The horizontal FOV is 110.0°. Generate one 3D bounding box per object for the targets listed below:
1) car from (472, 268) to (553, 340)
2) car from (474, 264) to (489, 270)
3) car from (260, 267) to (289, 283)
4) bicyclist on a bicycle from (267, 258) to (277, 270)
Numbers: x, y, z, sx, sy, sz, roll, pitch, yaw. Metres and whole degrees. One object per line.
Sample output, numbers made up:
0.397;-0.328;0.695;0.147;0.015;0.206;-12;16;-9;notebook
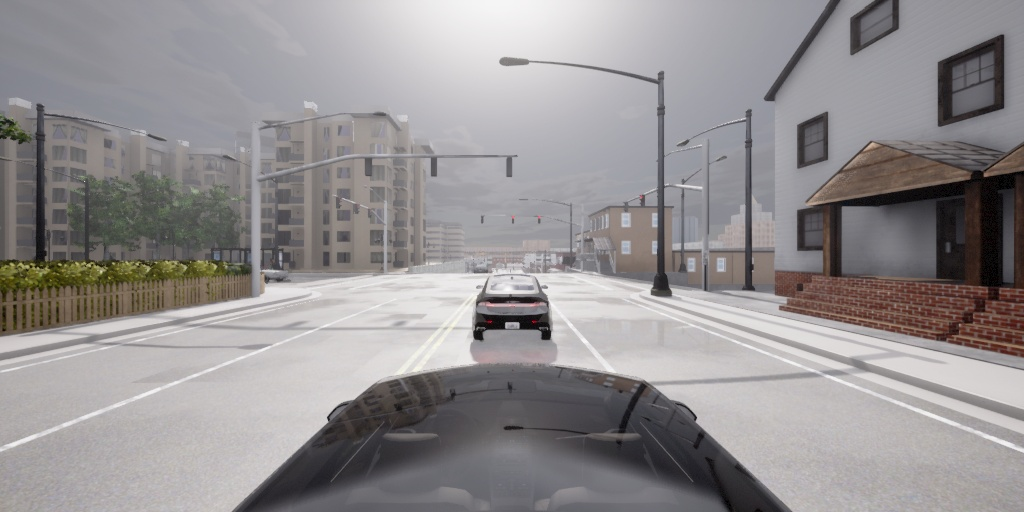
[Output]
0.002;1.241;9.913;2.128;1.511;4.902;0;0;0;car
-3.982;1.772;47.305;1.812;1.442;4.674;0;-4;0;car
-19.687;1.350;27.194;4.718;1.301;1.895;0;0;0;car
-25.606;1.052;38.210;0.582;1.620;1.656;0;0;0;bicyclist on a bicycle
